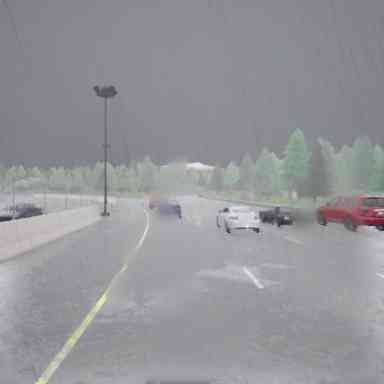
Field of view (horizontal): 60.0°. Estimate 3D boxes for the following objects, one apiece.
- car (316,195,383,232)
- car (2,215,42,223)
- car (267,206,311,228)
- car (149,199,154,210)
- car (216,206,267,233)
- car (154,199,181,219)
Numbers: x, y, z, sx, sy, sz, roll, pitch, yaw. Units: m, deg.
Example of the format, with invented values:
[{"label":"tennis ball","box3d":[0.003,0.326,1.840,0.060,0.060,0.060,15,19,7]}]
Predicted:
[{"label":"car","box3d":[9.609,1.209,20.034,2.150,2.045,5.566,0,0,-5]},{"label":"car","box3d":[-12.004,1.533,23.085,2.033,1.411,5.357,0,0,-7]},{"label":"car","box3d":[5.919,1.587,21.840,1.895,1.301,4.718,0,0,-6]},{"label":"car","box3d":[-4.556,1.574,43.229,1.895,1.301,4.718,0,0,-12]},{"label":"car","box3d":[2.619,1.514,19.410,1.812,1.442,4.674,0,0,-5]},{"label":"car","box3d":[-2.087,1.459,29.438,1.882,1.535,5.008,0,0,-8]}]
